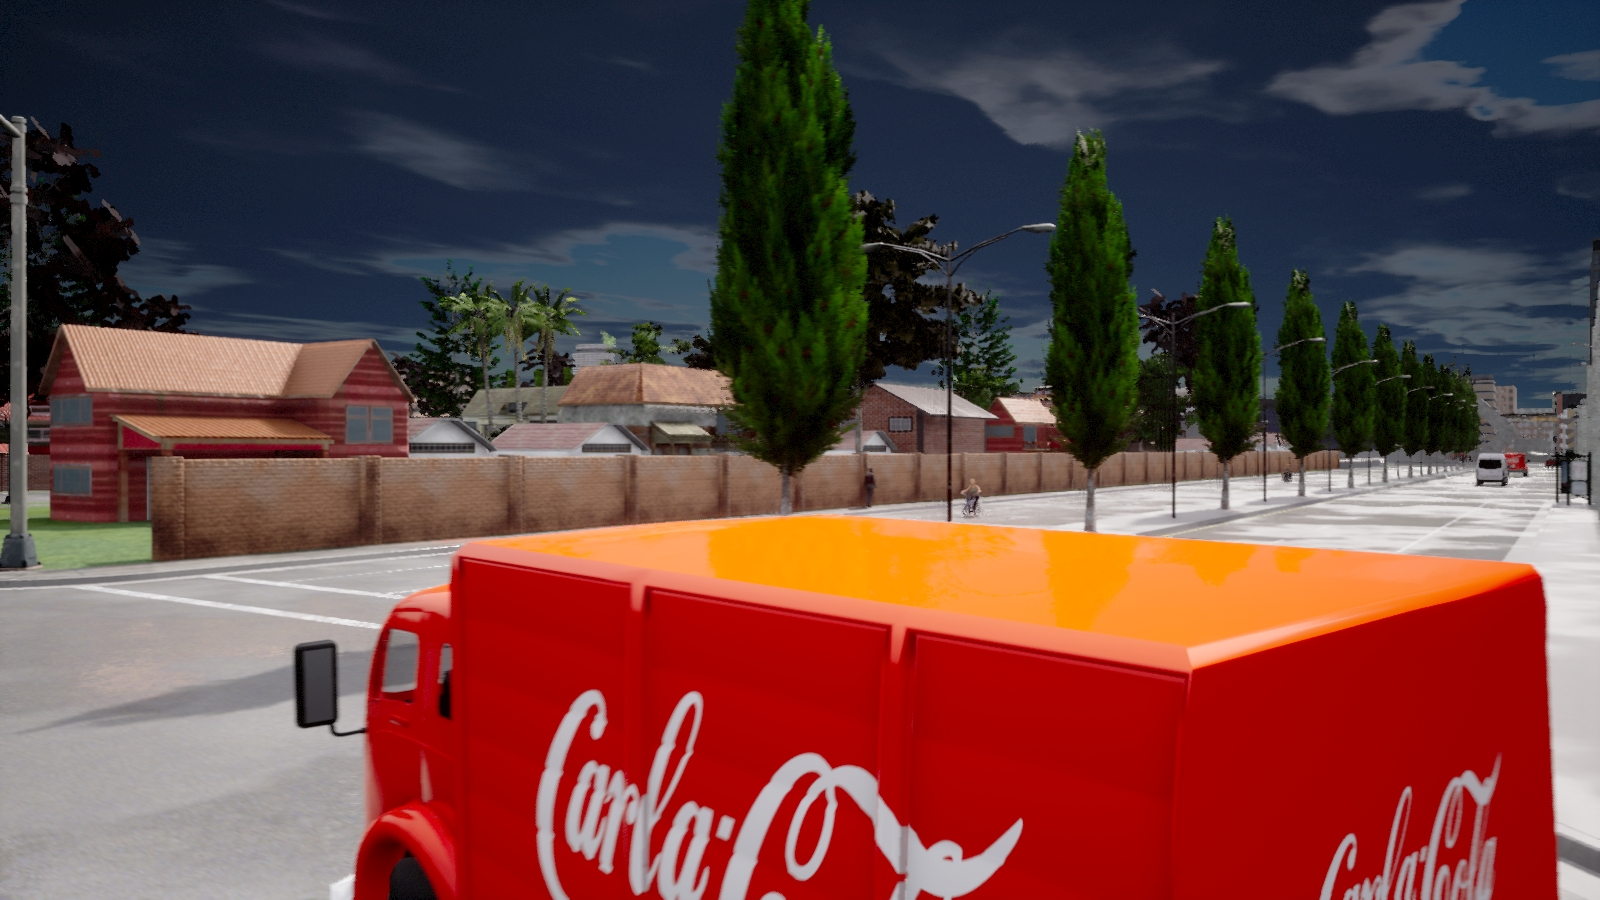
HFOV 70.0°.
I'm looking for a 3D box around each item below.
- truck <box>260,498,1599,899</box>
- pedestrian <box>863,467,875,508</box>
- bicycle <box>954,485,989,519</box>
[{"bbox_3d":[-0.096,1.563,4.768,2.627,2.467,5.204,-2,1,-40],"label":"truck"},{"bbox_3d":[3.124,1.698,51.749,0.375,1.860,0.375,0,0,32],"label":"pedestrian"},{"bbox_3d":[7.132,2.145,47.413,0.859,1.301,1.487,0,0,35],"label":"bicycle"}]
